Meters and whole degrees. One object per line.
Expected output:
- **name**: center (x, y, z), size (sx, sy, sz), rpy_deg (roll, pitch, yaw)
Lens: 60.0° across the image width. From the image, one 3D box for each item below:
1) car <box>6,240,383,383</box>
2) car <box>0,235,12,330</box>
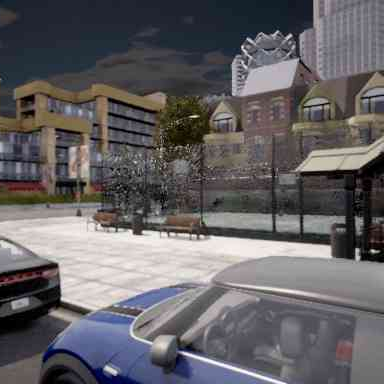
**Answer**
- **car**: center (0.731, 1.361, 2.782), size (4.553, 1.767, 2.185), rpy_deg (-1, 0, 35)
- **car**: center (-4.585, 1.537, 6.392), size (5.008, 1.535, 2.097), rpy_deg (-1, 0, 35)
